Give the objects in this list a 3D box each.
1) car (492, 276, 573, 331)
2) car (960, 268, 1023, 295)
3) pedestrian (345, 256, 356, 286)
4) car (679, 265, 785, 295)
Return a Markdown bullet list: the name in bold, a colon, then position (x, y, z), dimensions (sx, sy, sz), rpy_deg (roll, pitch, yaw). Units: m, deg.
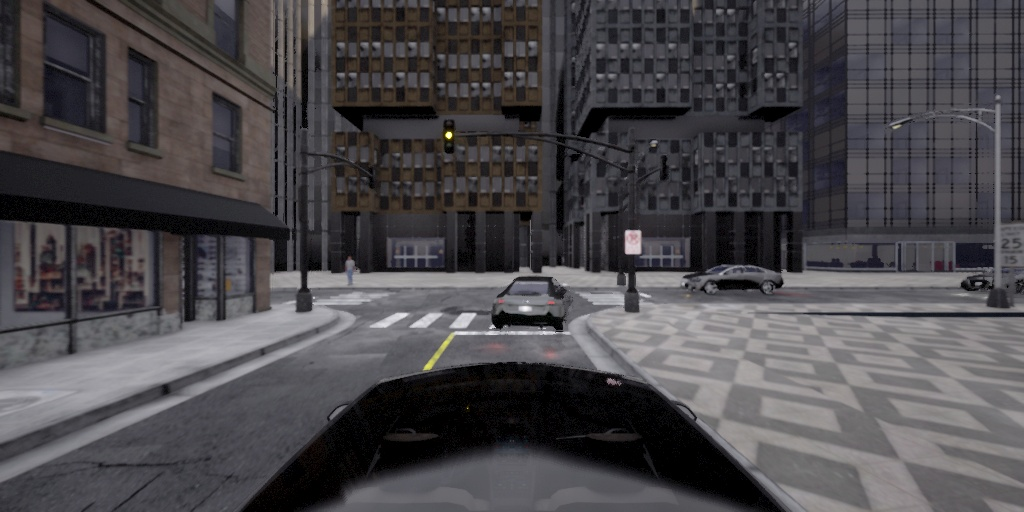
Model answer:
- **car**: position (0.749, 1.298, 11.051), dimensions (1.994, 1.385, 4.181), rpy_deg (0, 0, 12)
- **car**: position (26.190, 1.248, 18.583), dimensions (4.181, 1.385, 1.994), rpy_deg (0, 0, 1)
- **pedestrian**: position (-9.884, 0.870, 21.953), dimensions (0.375, 1.860, 0.375), rpy_deg (0, 0, 1)
- **car**: position (11.382, 1.195, 18.718), dimensions (4.902, 1.511, 2.128), rpy_deg (0, 0, 0)
